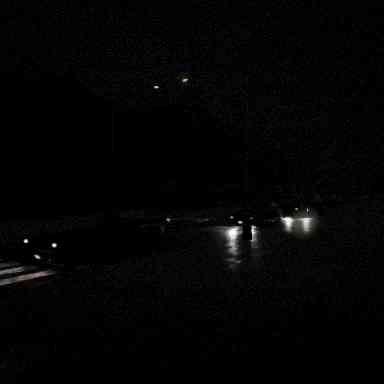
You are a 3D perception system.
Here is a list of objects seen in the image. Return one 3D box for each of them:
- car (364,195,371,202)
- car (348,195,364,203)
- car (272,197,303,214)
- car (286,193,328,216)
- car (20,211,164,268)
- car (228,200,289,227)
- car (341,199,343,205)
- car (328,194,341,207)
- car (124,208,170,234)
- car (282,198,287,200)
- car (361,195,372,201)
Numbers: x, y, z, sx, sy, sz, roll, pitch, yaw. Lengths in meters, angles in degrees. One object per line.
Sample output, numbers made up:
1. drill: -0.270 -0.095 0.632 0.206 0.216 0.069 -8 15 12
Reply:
1. car: 39.476 1.484 76.915 1.752 1.417 4.829 0 0 35
2. car: 33.043 1.507 67.759 1.947 1.339 4.313 0 0 35
3. car: 10.185 1.377 35.230 1.967 1.590 4.097 0 0 35
4. car: 10.893 1.157 31.806 2.150 2.045 5.566 0 0 35
5. car: -3.273 1.574 11.522 1.895 1.301 4.718 0 0 34
6. car: 4.503 1.494 22.727 2.033 1.411 5.357 0 0 35
7. car: 23.248 1.498 53.818 1.947 1.339 4.313 0 0 35
8. car: 19.981 1.248 49.171 2.192 1.841 5.009 0 0 35
9. car: -2.875 1.516 16.642 2.008 1.369 4.403 0 0 35
10. car: 6.920 1.522 30.582 1.802 1.307 4.206 0 0 35
11. car: 42.839 1.517 81.701 1.887 1.381 4.507 0 0 35
